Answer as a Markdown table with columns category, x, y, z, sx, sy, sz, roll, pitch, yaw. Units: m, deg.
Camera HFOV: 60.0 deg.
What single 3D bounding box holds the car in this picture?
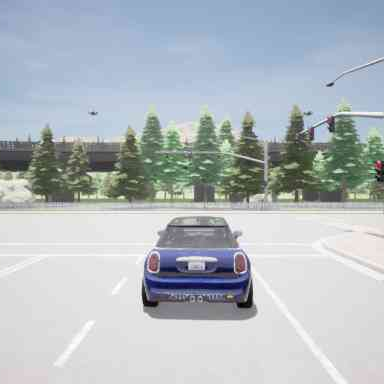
| category | x | y | z | sx | sy | sz | roll | pitch | yaw |
| --- | --- | --- | --- | --- | --- | --- | --- | --- | --- |
| car | 0.177 | 1.352 | 8.102 | 2.097 | 1.767 | 4.553 | 0 | 0 | 3 |
